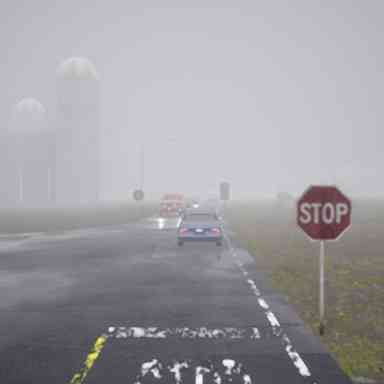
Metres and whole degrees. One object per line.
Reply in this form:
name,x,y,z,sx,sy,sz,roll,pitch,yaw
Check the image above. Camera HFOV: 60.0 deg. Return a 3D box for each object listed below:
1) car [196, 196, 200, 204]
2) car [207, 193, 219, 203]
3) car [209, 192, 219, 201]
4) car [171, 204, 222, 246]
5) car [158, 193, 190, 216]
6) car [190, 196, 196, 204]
car,0.175,1.354,54.257,1.994,1.385,4.181,0,0,6
car,3.729,1.246,61.504,2.128,1.511,4.902,0,0,6
car,4.740,0.995,71.459,2.097,1.767,4.553,0,0,6
car,0.366,1.498,15.046,2.033,1.411,5.357,0,0,2
car,-1.776,1.110,31.787,2.150,2.045,5.566,0,0,4
car,-1.028,1.411,41.746,1.994,1.385,4.181,0,0,5
